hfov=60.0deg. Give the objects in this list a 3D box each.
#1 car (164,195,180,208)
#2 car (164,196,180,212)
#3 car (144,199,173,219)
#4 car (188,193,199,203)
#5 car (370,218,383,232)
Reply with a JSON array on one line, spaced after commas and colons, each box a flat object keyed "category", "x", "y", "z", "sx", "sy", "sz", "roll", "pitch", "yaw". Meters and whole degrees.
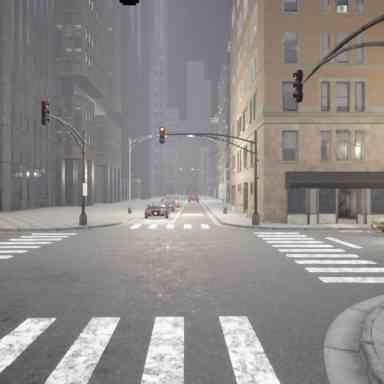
[{"category": "car", "x": -2.923, "y": 1.369, "z": 49.220, "sx": 2.097, "sy": 1.767, "sz": 4.553, "roll": 0, "pitch": 0, "yaw": 0}, {"category": "car", "x": -2.962, "y": 1.506, "z": 39.321, "sx": 2.128, "sy": 1.511, "sz": 4.902, "roll": 0, "pitch": 0, "yaw": 0}, {"category": "car", "x": -3.000, "y": 1.574, "z": 29.467, "sx": 1.994, "sy": 1.385, "sz": 4.181, "roll": 0, "pitch": 0, "yaw": 0}, {"category": "car", "x": 0.310, "y": 1.203, "z": 70.299, "sx": 2.150, "sy": 2.045, "sz": 5.566, "roll": 0, "pitch": 0, "yaw": 0}, {"category": "car", "x": 12.173, "y": 1.519, "z": 17.782, "sx": 4.829, "sy": 1.417, "sz": 1.752, "roll": 0, "pitch": 0, "yaw": -1}]
